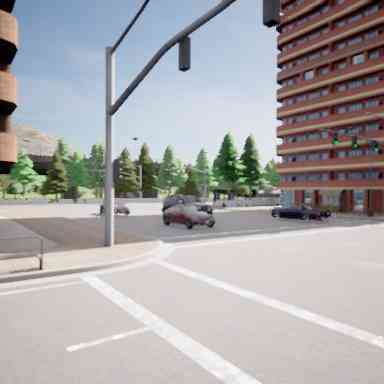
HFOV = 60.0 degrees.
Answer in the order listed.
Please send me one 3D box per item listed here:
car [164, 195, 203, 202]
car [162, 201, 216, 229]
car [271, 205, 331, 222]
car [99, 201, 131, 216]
[{"bbox_3d":[-0.507,1.307,28.662,2.150,2.045,5.566,0,0,-35],"label":"car"},{"bbox_3d":[-0.350,1.592,22.271,1.812,1.442,4.674,0,0,-34],"label":"car"},{"bbox_3d":[8.874,1.725,27.628,1.895,1.301,4.718,0,0,-35],"label":"car"},{"bbox_3d":[-7.754,1.593,32.954,1.812,1.442,4.674,0,0,-35],"label":"car"}]
